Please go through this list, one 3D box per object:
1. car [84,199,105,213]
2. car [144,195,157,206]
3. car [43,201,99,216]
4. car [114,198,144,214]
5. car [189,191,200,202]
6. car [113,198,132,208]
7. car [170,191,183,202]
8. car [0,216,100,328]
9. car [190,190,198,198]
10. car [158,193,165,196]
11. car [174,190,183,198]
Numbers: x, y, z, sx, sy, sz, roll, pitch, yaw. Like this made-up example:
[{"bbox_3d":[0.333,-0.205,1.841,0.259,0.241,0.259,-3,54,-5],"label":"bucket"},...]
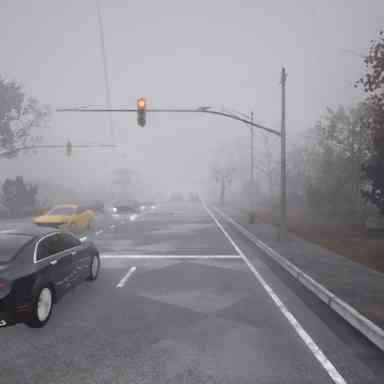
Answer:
[{"bbox_3d":[-10.411,1.478,34.293,1.882,1.535,5.008,0,1,0],"label":"car"},{"bbox_3d":[-6.778,1.478,52.771,1.812,1.442,4.674,0,1,1],"label":"car"},{"bbox_3d":[-7.017,1.477,18.647,1.882,1.535,5.008,0,0,0],"label":"car"},{"bbox_3d":[-6.898,1.477,36.267,1.882,1.535,5.008,0,0,0],"label":"car"},{"bbox_3d":[0.492,1.004,63.880,2.128,1.511,4.902,0,3,0],"label":"car"},{"bbox_3d":[-10.304,1.593,49.590,1.895,1.301,4.718,0,0,0],"label":"car"},{"bbox_3d":[-3.007,0.839,64.409,2.097,1.767,4.553,0,3,0],"label":"car"},{"bbox_3d":[-3.374,1.505,6.997,1.837,1.490,4.892,0,0,0],"label":"car"},{"bbox_3d":[0.462,0.455,74.247,1.882,1.535,5.008,0,3,0],"label":"car"},{"bbox_3d":[-6.580,0.479,68.329,2.033,1.411,5.357,0,3,0],"label":"car"},{"bbox_3d":[-3.032,0.445,74.460,1.882,1.535,5.008,0,3,0],"label":"car"}]
